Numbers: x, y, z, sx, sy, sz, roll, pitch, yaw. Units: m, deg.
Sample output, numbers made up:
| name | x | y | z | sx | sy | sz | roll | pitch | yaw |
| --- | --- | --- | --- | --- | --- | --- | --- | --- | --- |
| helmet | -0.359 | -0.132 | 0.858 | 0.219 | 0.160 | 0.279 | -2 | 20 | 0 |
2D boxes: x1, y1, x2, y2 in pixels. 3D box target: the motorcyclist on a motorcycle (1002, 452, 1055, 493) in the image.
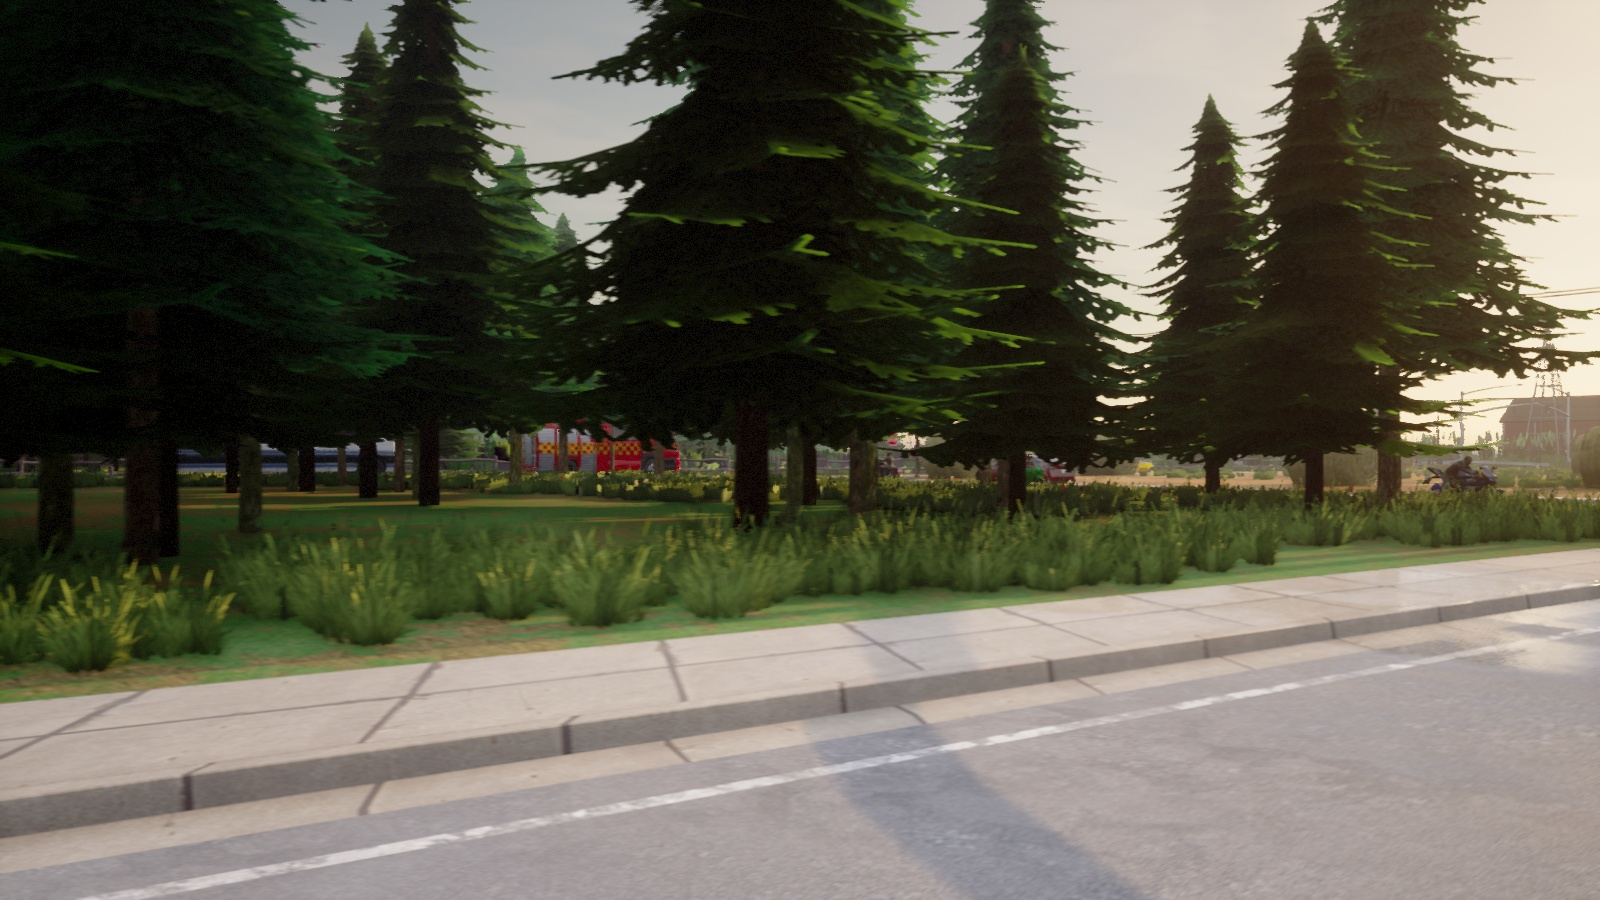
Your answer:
| name | x | y | z | sx | sy | sz | roll | pitch | yaw |
| --- | --- | --- | --- | --- | --- | --- | --- | --- | --- |
| motorcyclist on a motorcycle | 8.858 | 0.858 | 48.761 | 0.797 | 1.523 | 2.044 | 0 | 0 | -35 |

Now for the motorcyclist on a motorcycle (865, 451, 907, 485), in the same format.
| name | x | y | z | sx | sy | sz | roll | pitch | yaw |
| --- | --- | --- | --- | --- | --- | --- | --- | --- | --- |
| motorcyclist on a motorcycle | 4.192 | 0.868 | 61.543 | 0.766 | 1.649 | 2.350 | 0 | 0 | -35 |

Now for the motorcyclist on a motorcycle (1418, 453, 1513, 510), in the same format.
| name | x | y | z | sx | sy | sz | roll | pitch | yaw |
| --- | --- | --- | --- | --- | --- | --- | --- | --- | --- |
| motorcyclist on a motorcycle | 18.504 | 0.855 | 34.964 | 0.866 | 1.530 | 2.191 | 0 | 0 | -35 |

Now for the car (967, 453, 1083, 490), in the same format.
| name | x | y | z | sx | sy | sz | roll | pitch | yaw |
| --- | --- | --- | --- | --- | --- | --- | --- | --- | --- |
| car | 9.580 | 0.887 | 53.836 | 2.163 | 1.488 | 4.792 | 0 | 0 | -35 |

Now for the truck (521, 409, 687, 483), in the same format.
| name | x | y | z | sx | sy | sz | roll | pitch | yaw |
| --- | --- | --- | --- | --- | --- | --- | --- | --- | --- |
| truck | -10.637 | -0.226 | 68.467 | 8.468 | 3.827 | 2.891 | 0 | 0 | -32 |

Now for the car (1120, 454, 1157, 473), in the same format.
| name | x | y | z | sx | sy | sz | roll | pitch | yaw |
| --- | --- | --- | --- | --- | --- | --- | --- | --- | --- |
| car | 24.371 | 0.968 | 90.485 | 2.207 | 1.376 | 1.481 | 0 | 0 | -32 |

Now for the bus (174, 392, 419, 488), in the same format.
| name | x | y | z | sx | sy | sz | roll | pitch | yaw |
| --- | --- | --- | --- | --- | --- | --- | --- | --- | --- |
| bus | -23.968 | -0.435 | 60.042 | 10.273 | 4.253 | 3.944 | 0 | 0 | -33 |
